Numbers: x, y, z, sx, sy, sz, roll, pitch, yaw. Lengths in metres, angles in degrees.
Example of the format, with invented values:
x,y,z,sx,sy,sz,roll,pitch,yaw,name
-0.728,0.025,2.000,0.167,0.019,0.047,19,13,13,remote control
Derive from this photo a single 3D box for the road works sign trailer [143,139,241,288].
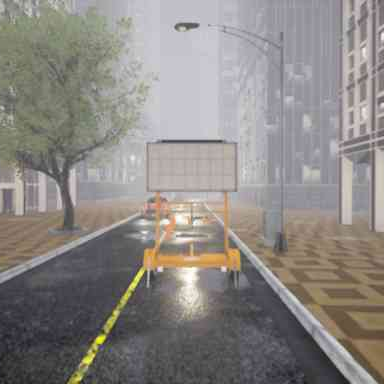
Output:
x,y,z,sx,sy,sz,roll,pitch,yaw,name
0.000,0.397,8.977,2.380,3.560,2.880,0,0,0,road works sign trailer

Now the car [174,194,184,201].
x,y,z,sx,sy,sz,roll,pitch,yaw,name
-2.756,1.058,68.355,1.882,1.535,5.008,0,1,0,car

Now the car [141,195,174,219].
x,y,z,sx,sy,sz,roll,pitch,yaw,name
-2.849,1.162,27.070,2.097,1.767,4.553,0,0,0,car
